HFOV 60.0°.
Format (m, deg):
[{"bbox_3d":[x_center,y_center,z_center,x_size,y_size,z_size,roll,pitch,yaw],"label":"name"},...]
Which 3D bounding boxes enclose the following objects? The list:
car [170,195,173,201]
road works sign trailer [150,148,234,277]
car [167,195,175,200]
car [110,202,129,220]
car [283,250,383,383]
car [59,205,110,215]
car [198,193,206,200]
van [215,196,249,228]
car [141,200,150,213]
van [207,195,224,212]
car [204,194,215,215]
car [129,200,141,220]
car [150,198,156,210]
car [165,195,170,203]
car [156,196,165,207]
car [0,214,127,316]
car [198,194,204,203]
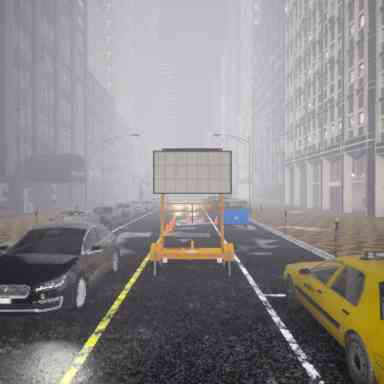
[{"bbox_3d":[-5.731,1.564,73.043,1.802,1.307,4.206,-1,0,0],"label":"car"},{"bbox_3d":[0.011,0.462,10.259,2.380,3.560,2.880,0,0,0],"label":"road works sign trailer"},{"bbox_3d":[-5.739,1.502,89.924,1.752,1.417,4.829,-1,0,0],"label":"car"},{"bbox_3d":[-5.708,1.561,21.890,1.947,1.339,4.313,-1,0,0],"label":"car"},{"bbox_3d":[2.680,1.524,5.013,1.752,1.417,4.829,-1,0,0],"label":"car"},{"bbox_3d":[-5.705,1.547,16.206,2.008,1.369,4.403,-1,0,0],"label":"car"},{"bbox_3d":[2.639,1.291,90.098,2.192,1.841,5.009,-1,0,0],"label":"car"},{"bbox_3d":[2.671,1.336,21.894,1.690,1.788,3.998,-1,0,0],"label":"van"},{"bbox_3d":[-5.714,1.543,33.257,2.008,1.369,4.403,-1,0,0],"label":"car"},{"bbox_3d":[2.663,1.332,38.945,1.690,1.788,3.998,-1,0,0],"label":"van"},{"bbox_3d":[2.665,1.307,33.261,2.192,1.841,5.009,-1,0,0],"label":"car"},{"bbox_3d":[-5.710,1.538,27.574,1.887,1.381,4.507,-1,0,0],"label":"car"},{"bbox_3d":[-5.716,1.573,38.941,1.802,1.307,4.206,-1,0,0],"label":"car"},{"bbox_3d":[-5.726,1.536,61.675,2.008,1.369,4.403,-1,0,0],"label":"car"},{"bbox_3d":[-5.721,1.539,50.308,2.008,1.369,4.403,-1,0,0],"label":"car"},{"bbox_3d":[-3.003,1.503,7.775,1.837,1.490,4.892,0,0,0],"label":"car"},{"bbox_3d":[2.654,1.536,61.679,2.008,1.369,4.403,-1,0,0],"label":"car"}]
